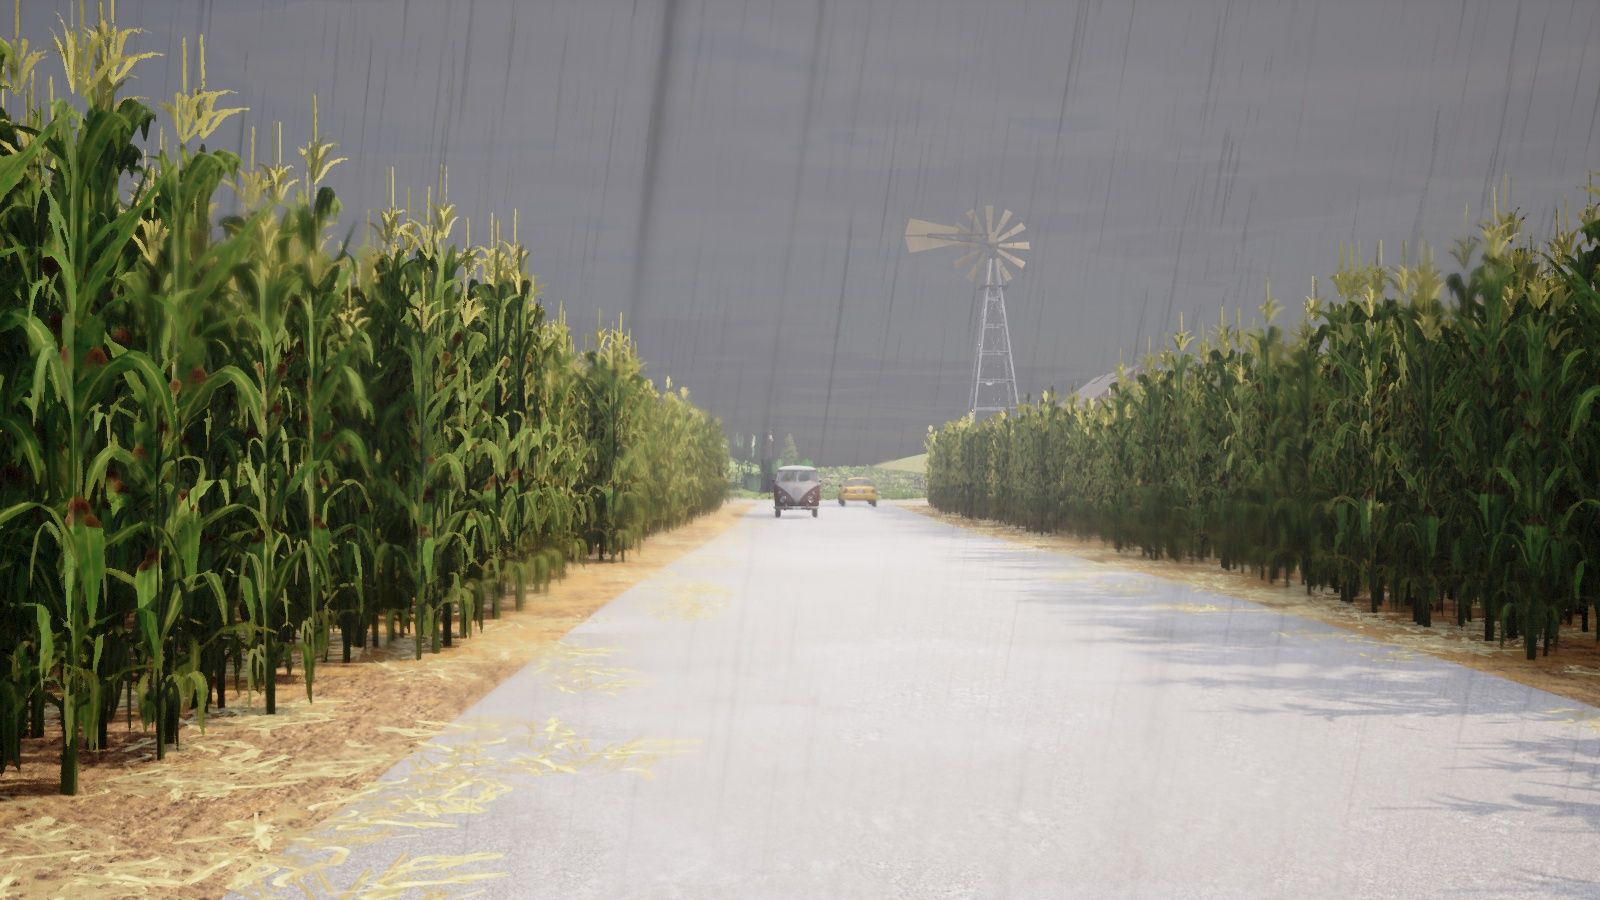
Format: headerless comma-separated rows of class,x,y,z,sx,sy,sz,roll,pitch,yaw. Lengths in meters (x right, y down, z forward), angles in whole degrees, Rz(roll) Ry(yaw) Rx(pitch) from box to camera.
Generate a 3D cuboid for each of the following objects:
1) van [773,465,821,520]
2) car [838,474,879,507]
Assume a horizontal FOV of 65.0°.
van,-0.108,1.599,48.461,1.775,1.987,4.442,0,-1,0
car,2.954,2.024,64.158,1.801,1.575,5.366,0,-1,0
